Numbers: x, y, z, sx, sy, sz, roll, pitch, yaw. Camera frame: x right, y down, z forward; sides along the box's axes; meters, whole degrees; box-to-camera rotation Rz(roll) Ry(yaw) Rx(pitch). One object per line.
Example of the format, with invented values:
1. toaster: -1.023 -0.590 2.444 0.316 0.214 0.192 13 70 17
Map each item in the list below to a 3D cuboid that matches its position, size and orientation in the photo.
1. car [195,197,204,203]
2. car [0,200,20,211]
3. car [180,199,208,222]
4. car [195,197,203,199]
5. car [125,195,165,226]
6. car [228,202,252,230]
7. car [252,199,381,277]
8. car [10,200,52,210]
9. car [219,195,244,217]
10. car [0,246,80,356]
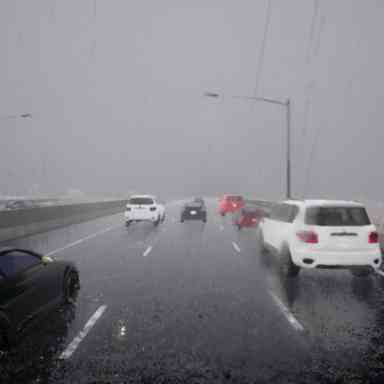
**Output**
1. car: 1.658 1.752 73.956 1.994 1.385 4.181 0 0 3
2. car: -17.247 1.574 33.281 1.812 1.442 4.674 0 0 1
3. car: 0.160 1.537 26.414 2.163 1.488 4.792 0 0 1
4. car: 1.081 1.682 56.527 1.994 1.385 4.181 0 0 2
5. car: -3.212 1.247 23.486 2.150 2.045 5.566 0 0 1
6. car: 3.651 1.585 21.273 1.994 1.385 4.181 0 0 1
7. car: 3.540 1.228 10.382 2.150 2.045 5.566 0 0 0
8. car: -13.809 1.640 29.791 1.895 1.301 4.718 0 0 1
9. car: 3.832 1.271 32.226 2.150 2.045 5.566 0 0 1
10. car: -3.377 1.565 5.408 1.994 1.385 4.181 0 0 0
